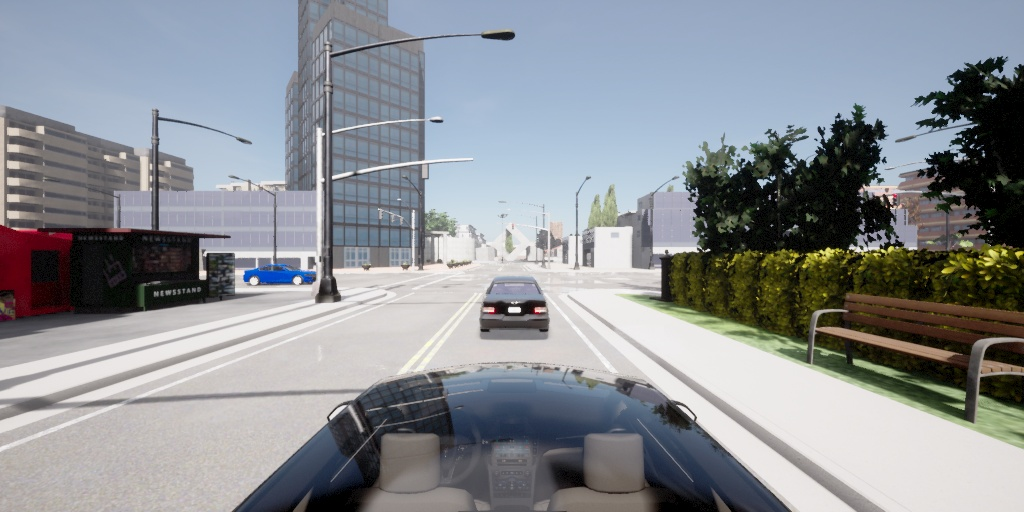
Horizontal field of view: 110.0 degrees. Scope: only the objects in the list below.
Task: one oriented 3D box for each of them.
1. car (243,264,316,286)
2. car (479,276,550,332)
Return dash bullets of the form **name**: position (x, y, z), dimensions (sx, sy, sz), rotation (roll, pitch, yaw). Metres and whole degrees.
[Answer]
- **car**: position (-16.778, 1.336, 26.238), dimensions (5.008, 1.535, 1.882), rotation (-1, 0, 0)
- **car**: position (0.069, 1.297, 10.829), dimensions (2.033, 1.411, 5.357), rotation (0, 0, 0)
